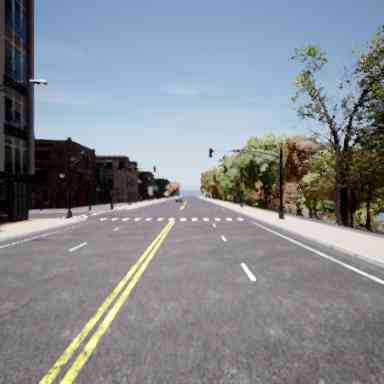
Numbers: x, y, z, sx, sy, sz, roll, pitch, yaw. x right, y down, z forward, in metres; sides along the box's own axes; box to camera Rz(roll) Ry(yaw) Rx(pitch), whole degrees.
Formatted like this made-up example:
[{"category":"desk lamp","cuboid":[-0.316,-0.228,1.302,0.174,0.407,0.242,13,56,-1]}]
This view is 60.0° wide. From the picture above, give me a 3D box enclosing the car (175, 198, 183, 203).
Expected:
[{"category":"car","cuboid":[-3.395,2.163,85.211,1.994,1.385,4.181,0,0,0]}]
